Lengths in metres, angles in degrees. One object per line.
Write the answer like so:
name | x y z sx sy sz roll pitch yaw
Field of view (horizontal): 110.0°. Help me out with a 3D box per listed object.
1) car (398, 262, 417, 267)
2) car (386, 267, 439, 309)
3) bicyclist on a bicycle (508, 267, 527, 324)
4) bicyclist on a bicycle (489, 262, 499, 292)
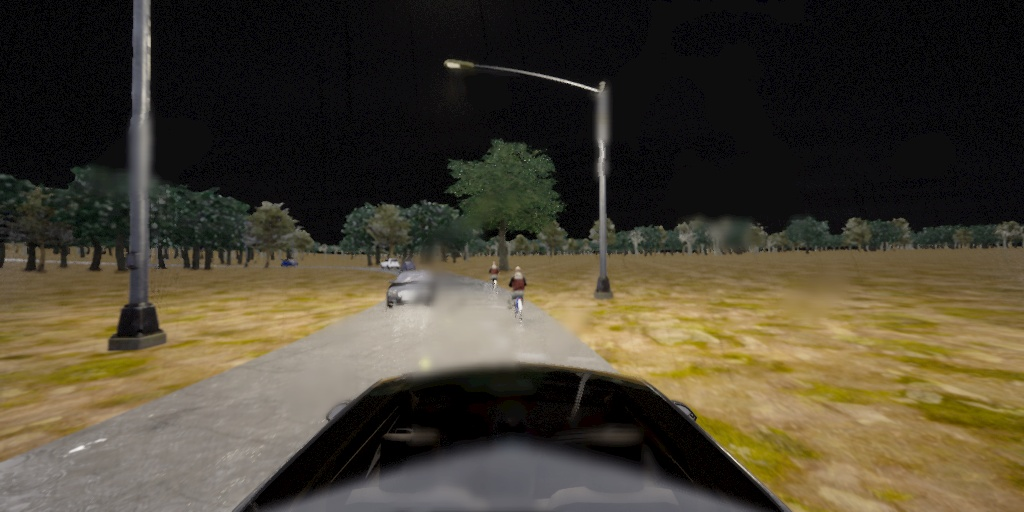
car | -17.768 1.810 61.909 1.812 1.442 4.674 0 -1 -32
car | -4.351 1.420 16.183 2.128 1.511 4.902 0 -1 -8
bicyclist on a bicycle | 0.179 1.237 11.638 0.659 1.776 1.843 0 0 -6
bicyclist on a bicycle | -1.042 1.218 20.543 0.659 1.776 1.843 -1 0 -10
